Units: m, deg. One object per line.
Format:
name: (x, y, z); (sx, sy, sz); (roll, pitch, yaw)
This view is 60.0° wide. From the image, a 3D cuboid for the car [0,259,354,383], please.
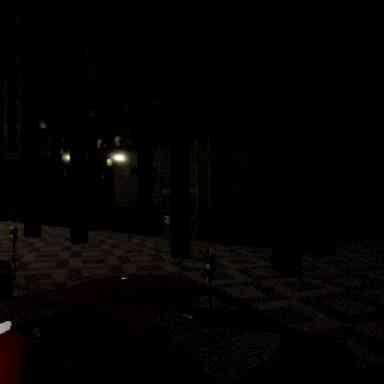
car: (-0.767, 1.547, 3.400); (4.507, 1.381, 1.887); (0, -1, 35)
